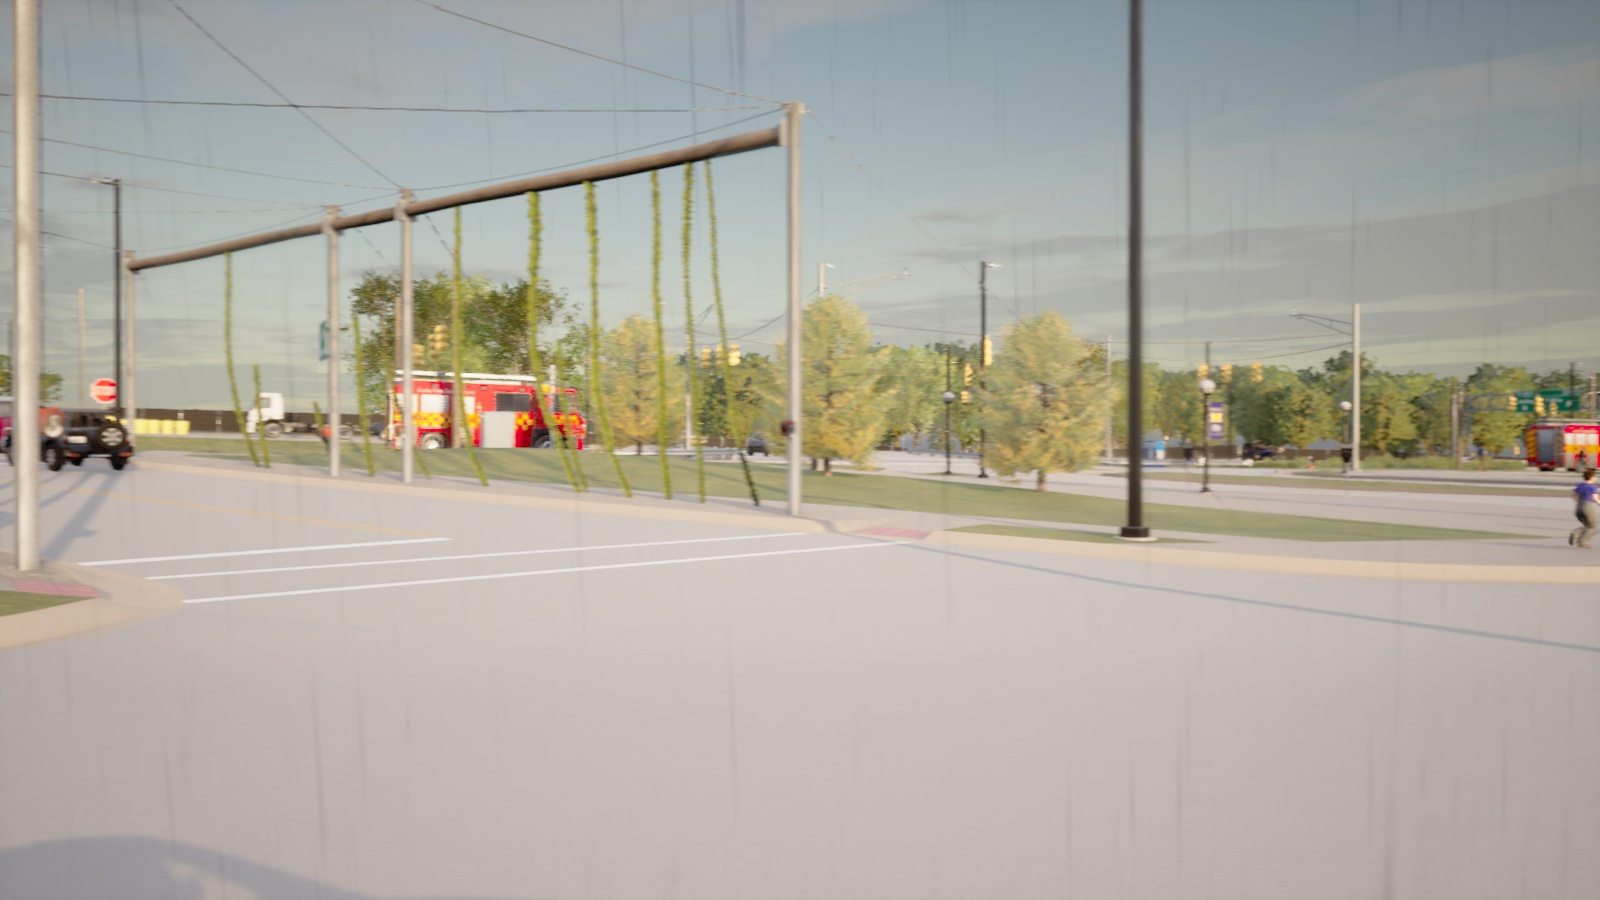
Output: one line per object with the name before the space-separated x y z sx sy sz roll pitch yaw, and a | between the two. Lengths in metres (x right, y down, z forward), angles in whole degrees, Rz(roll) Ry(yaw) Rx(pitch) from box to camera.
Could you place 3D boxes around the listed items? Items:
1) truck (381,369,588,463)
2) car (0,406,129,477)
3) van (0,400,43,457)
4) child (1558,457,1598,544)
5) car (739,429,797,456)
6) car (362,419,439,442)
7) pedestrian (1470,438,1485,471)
truck | -14.047 -1.413 56.094 8.468 3.827 2.891 1 0 -26
car | -21.119 -0.297 35.706 4.605 1.855 1.932 3 2 39
van | -28.913 -0.801 44.834 1.775 1.987 4.442 1 1 -11
child | 11.460 0.737 18.501 0.437 1.263 0.270 0 1 -16
car | -2.132 -0.466 81.422 2.242 1.667 4.611 1 0 -23
car | -27.982 -1.326 87.960 4.902 1.511 2.128 1 0 -25
pedestrian | 40.586 0.250 75.235 0.788 1.949 0.423 -1 1 -26
